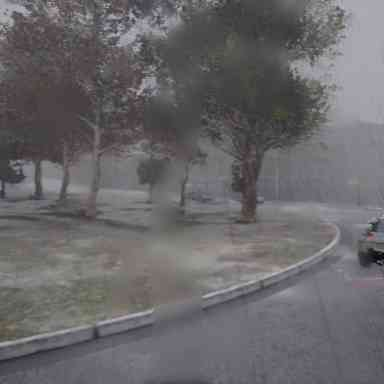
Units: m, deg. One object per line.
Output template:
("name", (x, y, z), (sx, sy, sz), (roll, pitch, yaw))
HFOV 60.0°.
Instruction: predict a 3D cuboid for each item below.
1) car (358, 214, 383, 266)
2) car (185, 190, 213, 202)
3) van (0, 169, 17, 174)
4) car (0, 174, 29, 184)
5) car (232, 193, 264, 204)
("car", (6.379, 1.367, 10.135), (1.994, 1.385, 4.181), (0, 1, 34))
("car", (0.716, 0.464, 43.373), (4.181, 1.385, 1.994), (4, 3, 39))
("van", (-41.725, -3.557, 75.697), (1.878, 1.987, 4.442), (6, 5, 32))
("car", (-36.165, -2.417, 68.482), (2.231, 1.521, 4.892), (6, 5, 32))
("car", (7.036, 0.717, 41.871), (1.994, 1.385, 4.181), (-1, 4, -40))
